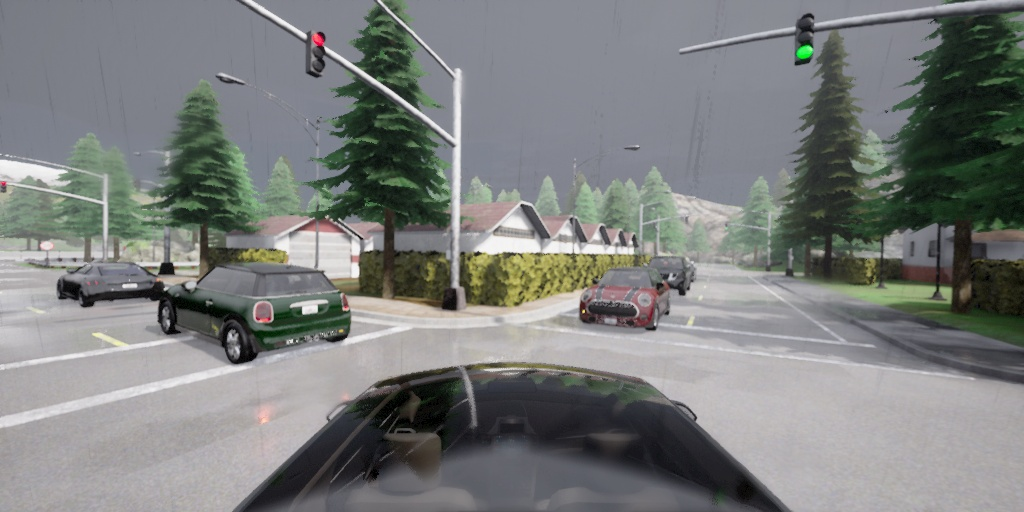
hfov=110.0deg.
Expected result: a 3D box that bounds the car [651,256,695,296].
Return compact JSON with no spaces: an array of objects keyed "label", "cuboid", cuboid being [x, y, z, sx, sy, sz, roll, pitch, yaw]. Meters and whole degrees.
[{"label":"car","cuboid":[8.867,1.014,20.417,2.150,2.045,5.566,1,1,30]}]

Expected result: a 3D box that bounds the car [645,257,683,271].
[{"label":"car","cuboid":[20.286,1.037,48.061,4.553,1.767,2.097,1,1,24]}]

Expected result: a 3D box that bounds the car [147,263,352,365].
[{"label":"car","cuboid":[-5.712,0.914,7.922,4.553,1.767,2.097,4,2,30]}]

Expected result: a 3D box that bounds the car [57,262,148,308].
[{"label":"car","cuboid":[-14.408,0.896,12.875,4.181,1.385,1.994,2,1,30]}]

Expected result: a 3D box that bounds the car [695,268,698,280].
[{"label":"car","cuboid":[13.957,1.288,29.291,1.837,1.490,4.892,1,1,30]}]

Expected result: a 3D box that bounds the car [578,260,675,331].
[{"label":"car","cuboid":[3.766,1.154,11.539,2.097,1.767,4.553,1,1,30]}]
